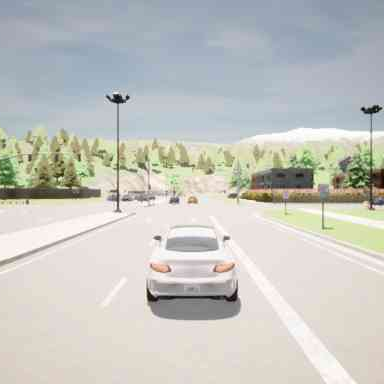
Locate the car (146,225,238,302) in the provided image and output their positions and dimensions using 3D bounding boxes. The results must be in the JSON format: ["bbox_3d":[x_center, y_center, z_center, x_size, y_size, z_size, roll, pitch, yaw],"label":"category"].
[{"bbox_3d":[0.004,1.525,8.149,1.812,1.442,4.674,0,0,0],"label":"car"}]

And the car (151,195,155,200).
[{"bbox_3d":[-11.453,1.592,93.107,1.895,1.301,4.718,0,0,0],"label":"car"}]

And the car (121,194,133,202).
[{"bbox_3d":[-14.962,1.538,76.620,2.033,1.411,5.357,0,0,0],"label":"car"}]

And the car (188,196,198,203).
[{"bbox_3d":[0.133,1.475,66.749,1.882,1.535,5.008,0,0,0],"label":"car"}]

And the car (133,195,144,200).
[{"bbox_3d":[-14.953,1.537,93.155,2.033,1.411,5.357,0,0,0],"label":"car"}]

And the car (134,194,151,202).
[{"bbox_3d":[-11.462,1.353,76.630,2.097,1.767,4.553,0,0,0],"label":"car"}]

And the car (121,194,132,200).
[{"bbox_3d":[-18.453,1.352,93.831,2.097,1.767,4.553,0,0,0],"label":"car"}]

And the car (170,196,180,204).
[{"bbox_3d":[-3.367,1.489,65.529,2.128,1.511,4.902,0,0,0],"label":"car"}]

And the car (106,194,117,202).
[{"bbox_3d":[-18.461,1.353,77.462,2.097,1.767,4.553,0,0,0],"label":"car"}]

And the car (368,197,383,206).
[{"bbox_3d":[31.297,1.545,54.176,5.357,1.411,2.033,0,0,0],"label":"car"}]
